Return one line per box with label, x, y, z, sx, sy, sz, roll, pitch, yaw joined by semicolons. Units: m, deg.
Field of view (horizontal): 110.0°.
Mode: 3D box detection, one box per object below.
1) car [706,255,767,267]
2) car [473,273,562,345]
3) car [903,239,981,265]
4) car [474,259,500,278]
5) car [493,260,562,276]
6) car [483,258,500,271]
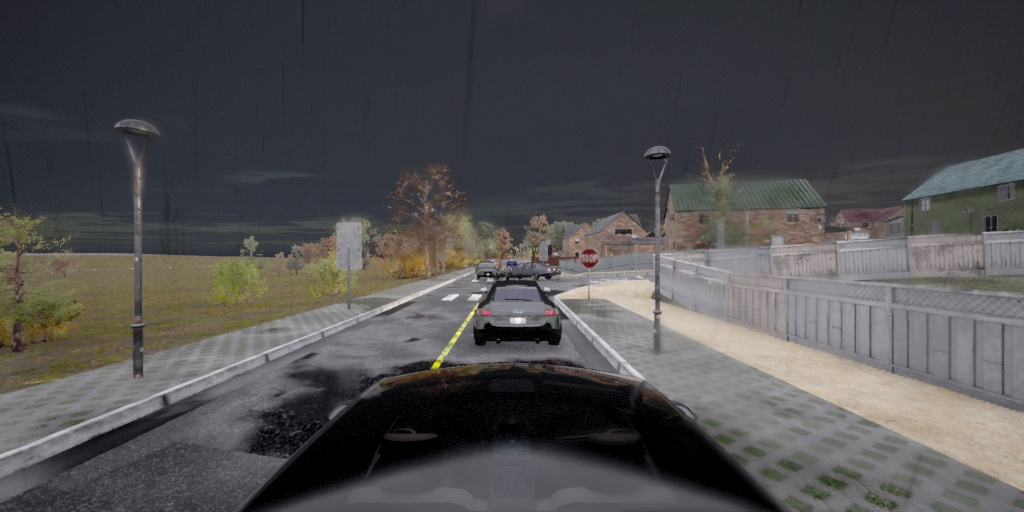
car;14.373;0.413;22.867;4.181;1.385;1.994;-3;0;16
car;0.097;1.313;9.467;1.994;1.385;4.181;0;0;-1
car;23.875;-0.208;20.452;4.902;1.511;2.128;-3;0;14
car;-2.271;1.257;31.391;1.837;1.490;4.892;0;0;-8
car;1.318;1.197;28.482;5.357;1.411;2.033;-4;-3;43
car;-2.881;1.120;51.209;2.097;1.767;4.553;0;0;1
